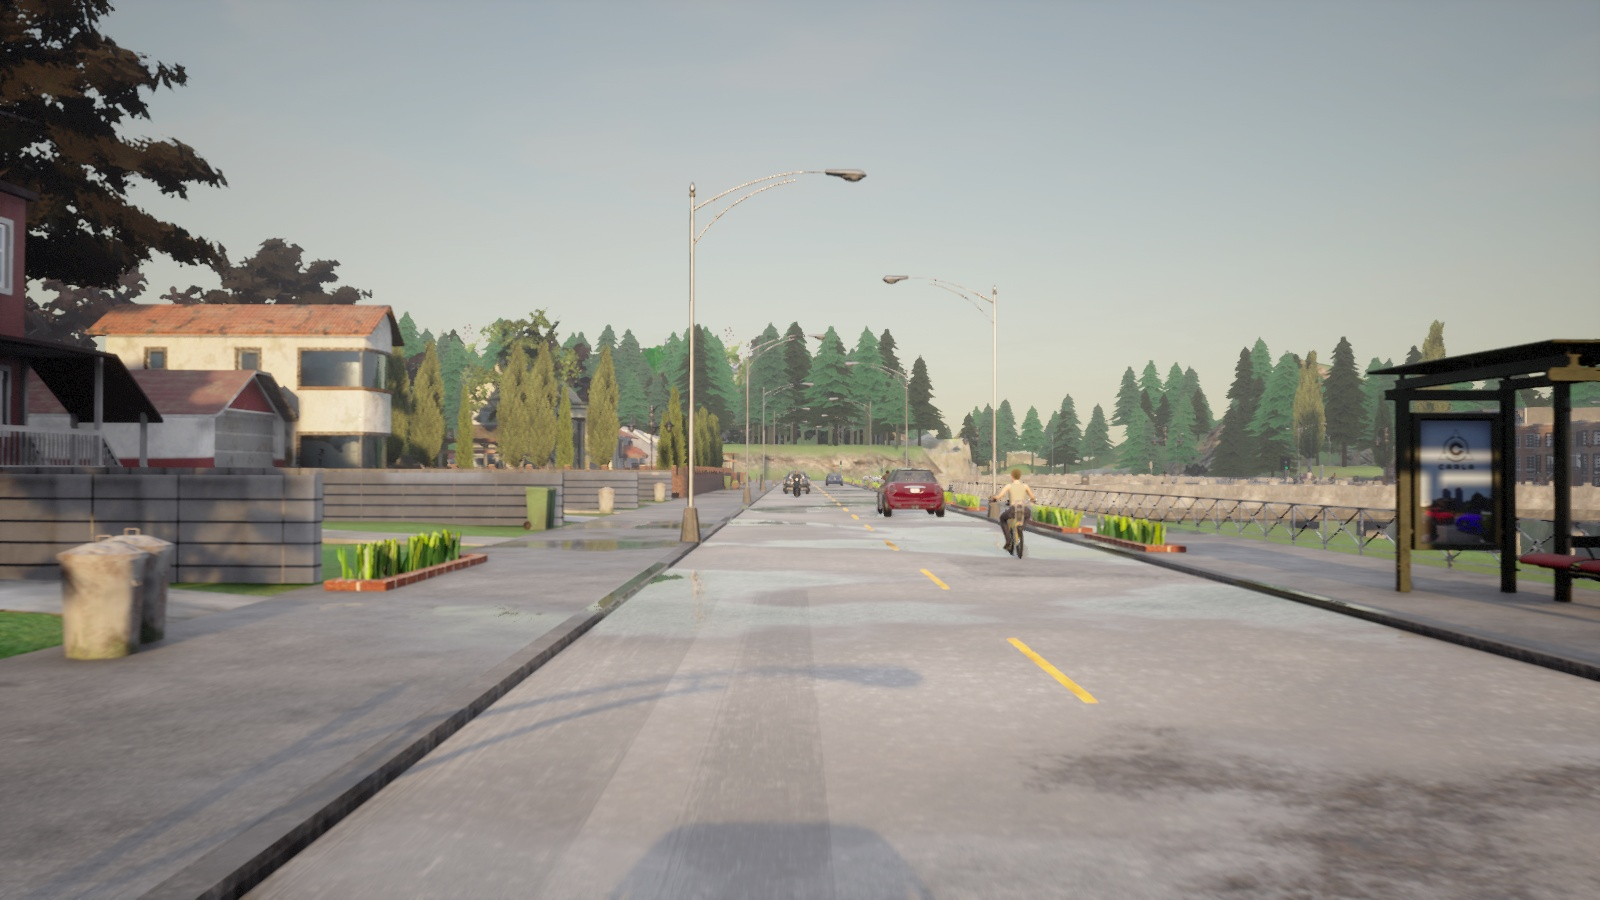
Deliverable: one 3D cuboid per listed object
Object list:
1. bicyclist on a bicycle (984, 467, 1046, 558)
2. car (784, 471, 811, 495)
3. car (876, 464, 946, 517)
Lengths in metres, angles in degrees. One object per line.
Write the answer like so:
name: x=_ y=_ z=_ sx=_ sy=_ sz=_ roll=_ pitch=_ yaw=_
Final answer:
bicyclist on a bicycle: x=3.945 y=1.123 z=23.140 sx=0.866 sy=1.612 sz=1.509 roll=0 pitch=-1 yaw=0
car: x=-0.200 y=2.224 z=85.426 sx=1.789 sy=1.549 sz=3.705 roll=0 pitch=-1 yaw=0
car: x=3.894 y=1.408 z=44.819 sx=2.097 sy=1.767 sz=4.553 roll=0 pitch=-1 yaw=0
